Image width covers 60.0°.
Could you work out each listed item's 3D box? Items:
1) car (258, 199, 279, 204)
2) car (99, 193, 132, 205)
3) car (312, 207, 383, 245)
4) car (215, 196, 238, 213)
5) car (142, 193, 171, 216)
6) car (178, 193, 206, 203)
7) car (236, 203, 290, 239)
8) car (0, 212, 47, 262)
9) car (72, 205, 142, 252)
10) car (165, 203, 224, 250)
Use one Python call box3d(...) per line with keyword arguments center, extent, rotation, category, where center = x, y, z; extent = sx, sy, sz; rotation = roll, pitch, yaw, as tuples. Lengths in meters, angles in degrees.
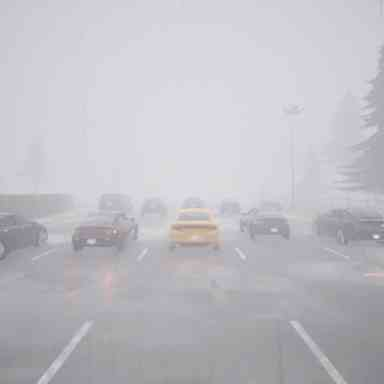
box3d(center=(7.094, 1.430, 31.309), extent=(1.837, 1.490, 4.892), rotation=(0, 0, 0), category="car")
box3d(center=(-6.906, 1.148, 30.430), extent=(2.150, 2.045, 5.566), rotation=(0, 0, 0), category="car")
box3d(center=(7.092, 1.467, 15.213), extent=(1.837, 1.490, 4.892), rotation=(0, 0, 0), category="car")
box3d(center=(3.596, 1.398, 32.837), extent=(1.882, 1.535, 5.008), rotation=(0, 0, 0), category="car")
box3d(center=(-3.407, 1.277, 30.997), extent=(2.097, 1.767, 4.553), rotation=(0, 0, 0), category="car")
box3d(center=(0.093, 1.277, 31.013), extent=(2.097, 1.767, 4.553), rotation=(0, 0, 0), category="car")
box3d(center=(3.584, 1.485, 16.847), extent=(1.812, 1.442, 4.674), rotation=(0, 0, 0), category="car")
box3d(center=(-6.916, 1.477, 11.834), extent=(1.837, 1.490, 4.892), rotation=(0, 1, 0), category="car")
box3d(center=(-3.414, 1.492, 13.612), extent=(1.812, 1.442, 4.674), rotation=(0, 0, 0), category="car")
box3d(center=(0.087, 1.443, 14.200), extent=(1.882, 1.535, 5.008), rotation=(0, 0, 0), category="car")
